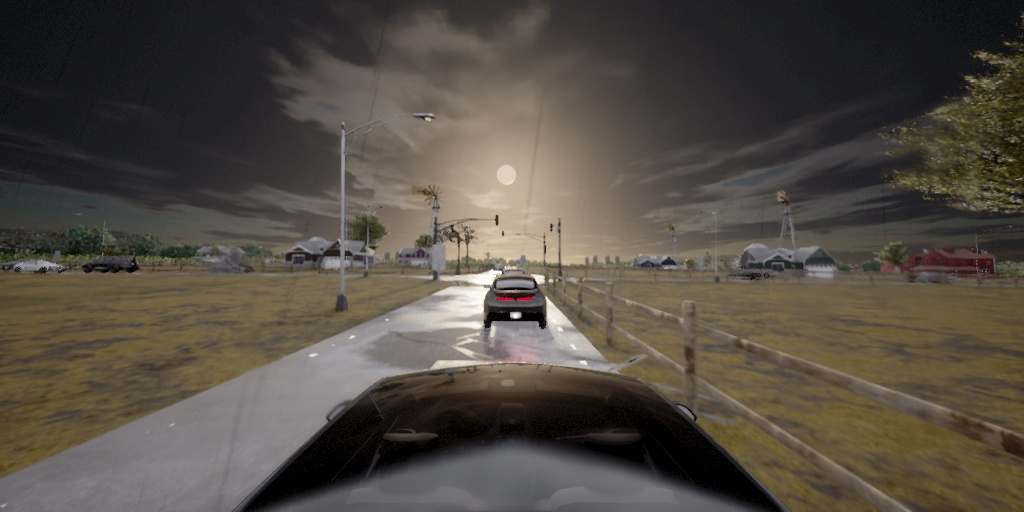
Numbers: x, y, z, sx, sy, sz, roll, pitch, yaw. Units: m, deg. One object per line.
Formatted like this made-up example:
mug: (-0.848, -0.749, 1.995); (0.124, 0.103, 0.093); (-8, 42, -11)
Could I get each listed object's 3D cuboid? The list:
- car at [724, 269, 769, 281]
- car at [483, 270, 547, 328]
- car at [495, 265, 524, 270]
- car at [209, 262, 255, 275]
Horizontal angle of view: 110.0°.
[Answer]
car: (29.139, 2.307, 44.611); (5.008, 1.535, 1.882); (1, -2, 0)
car: (0.095, 1.375, 11.959); (1.837, 1.490, 4.892); (0, -1, 0)
car: (0.087, 1.512, 21.926); (1.837, 1.490, 4.892); (0, -1, 0)
car: (-31.957, 1.421, 41.012); (4.181, 1.385, 1.994); (1, -2, 0)
